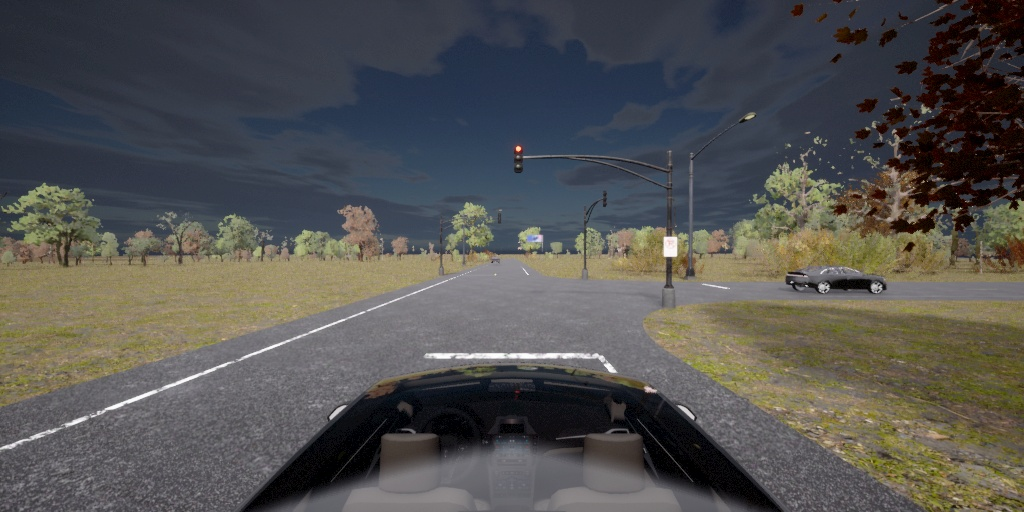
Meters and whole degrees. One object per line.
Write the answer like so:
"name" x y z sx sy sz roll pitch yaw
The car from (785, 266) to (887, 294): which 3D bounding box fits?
"car" 18.329 1.309 20.360 4.902 1.511 2.128 0 1 0
